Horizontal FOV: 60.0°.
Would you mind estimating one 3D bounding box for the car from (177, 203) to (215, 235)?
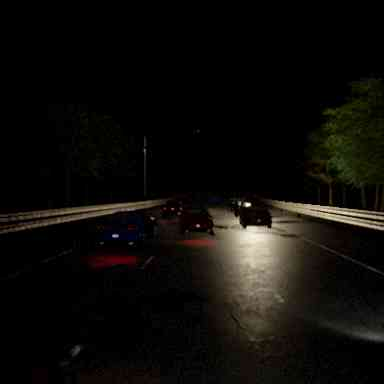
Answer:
[{"bbox_3d":[0.213,1.655,20.137,1.882,1.535,5.008,-1,0,-3],"label":"car"}]

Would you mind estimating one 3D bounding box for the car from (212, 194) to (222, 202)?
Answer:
[{"bbox_3d":[5.756,1.370,76.457,2.128,1.511,4.902,0,2,5],"label":"car"}]

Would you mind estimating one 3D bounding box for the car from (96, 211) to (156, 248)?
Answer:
[{"bbox_3d":[-2.908,1.613,15.614,1.882,1.535,5.008,0,-1,3],"label":"car"}]

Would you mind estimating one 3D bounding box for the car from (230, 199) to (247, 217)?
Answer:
[{"bbox_3d":[5.333,1.801,34.389,2.128,1.511,4.902,0,-1,5],"label":"car"}]

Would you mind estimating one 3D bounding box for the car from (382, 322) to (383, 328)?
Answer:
[{"bbox_3d":[3.518,1.564,2.131,2.033,1.411,5.357,0,0,1],"label":"car"}]

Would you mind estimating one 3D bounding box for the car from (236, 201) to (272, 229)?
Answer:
[{"bbox_3d":[4.441,1.689,23.640,1.882,1.535,5.008,0,-1,4],"label":"car"}]

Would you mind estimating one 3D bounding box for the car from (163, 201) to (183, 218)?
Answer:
[{"bbox_3d":[-1.628,1.652,33.720,2.097,1.767,4.553,0,-1,5],"label":"car"}]

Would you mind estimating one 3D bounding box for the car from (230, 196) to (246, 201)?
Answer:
[{"bbox_3d":[6.369,1.591,45.364,2.150,2.045,5.566,0,0,5],"label":"car"}]

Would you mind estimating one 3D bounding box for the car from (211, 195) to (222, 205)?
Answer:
[{"bbox_3d":[4.673,1.679,64.151,1.882,1.535,5.008,0,1,6],"label":"car"}]
